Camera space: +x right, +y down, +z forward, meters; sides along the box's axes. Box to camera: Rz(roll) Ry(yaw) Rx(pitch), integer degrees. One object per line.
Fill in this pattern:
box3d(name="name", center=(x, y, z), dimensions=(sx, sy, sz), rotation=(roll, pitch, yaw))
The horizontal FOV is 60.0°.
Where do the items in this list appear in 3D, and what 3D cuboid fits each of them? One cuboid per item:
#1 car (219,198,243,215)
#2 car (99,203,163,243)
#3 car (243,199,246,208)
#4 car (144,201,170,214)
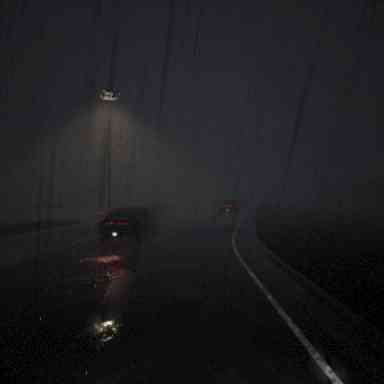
box3d(name="car", center=(3.833, 1.463, 33.654), dimensions=(1.837, 1.490, 4.892), rotation=(0, 0, 12))
box3d(name="car", center=(-2.940, 1.495, 16.263), dimensions=(1.837, 1.490, 4.892), rotation=(-1, 0, 7))
box3d(name="car", center=(6.390, 1.542, 45.867), dimensions=(1.895, 1.301, 4.718), rotation=(0, 0, 12))
box3d(name="car", center=(-3.692, 1.523, 31.964), dimensions=(2.033, 1.411, 5.357), rotation=(0, 0, 12))
